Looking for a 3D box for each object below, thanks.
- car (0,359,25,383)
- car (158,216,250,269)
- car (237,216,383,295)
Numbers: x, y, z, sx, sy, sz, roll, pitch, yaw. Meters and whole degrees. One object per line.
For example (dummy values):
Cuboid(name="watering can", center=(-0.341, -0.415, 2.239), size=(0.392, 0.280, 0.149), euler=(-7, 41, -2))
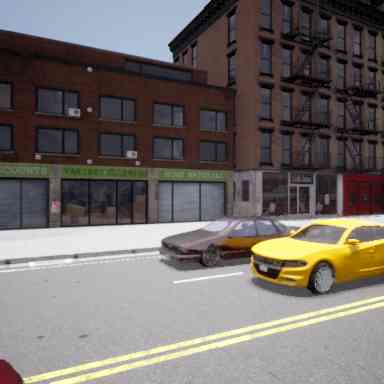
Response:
Cuboid(name="car", center=(-2.900, 1.564, 1.396), size=(4.181, 1.385, 1.994), euler=(0, 0, -27))
Cuboid(name="car", center=(1.626, 1.546, 11.271), size=(5.357, 1.411, 2.033), euler=(0, 0, -27))
Cuboid(name="car", center=(3.861, 1.477, 8.765), size=(5.008, 1.535, 1.882), euler=(0, 0, -27))
